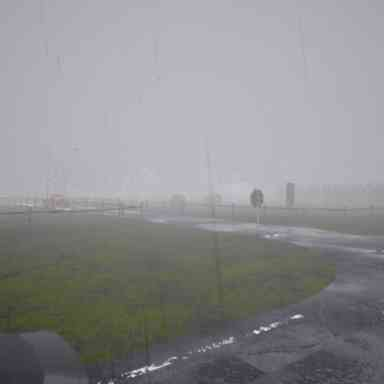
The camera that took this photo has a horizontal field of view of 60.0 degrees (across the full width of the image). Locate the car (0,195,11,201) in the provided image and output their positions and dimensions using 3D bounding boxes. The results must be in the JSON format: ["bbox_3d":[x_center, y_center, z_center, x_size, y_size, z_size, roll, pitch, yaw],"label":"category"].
[{"bbox_3d":[-45.338,1.437,80.485,5.008,1.535,1.882,0,-1,45],"label":"car"}]

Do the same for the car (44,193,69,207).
[{"bbox_3d":[-19.964,1.182,48.908,2.150,2.045,5.566,2,-1,-40],"label":"car"}]

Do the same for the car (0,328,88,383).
[{"bbox_3d":[-2.737,1.485,0.989,4.902,1.511,2.128,0,0,-36],"label":"car"}]
